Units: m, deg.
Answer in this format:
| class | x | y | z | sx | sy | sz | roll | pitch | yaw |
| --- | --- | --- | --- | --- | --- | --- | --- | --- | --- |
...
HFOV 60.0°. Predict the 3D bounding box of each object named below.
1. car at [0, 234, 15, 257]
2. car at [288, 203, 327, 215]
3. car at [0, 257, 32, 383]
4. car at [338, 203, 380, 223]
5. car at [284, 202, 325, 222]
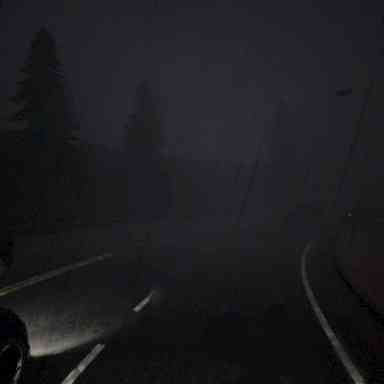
| class | x | y | z | sx | sy | sz | roll | pitch | yaw |
| --- | --- | --- | --- | --- | --- | --- | --- | --- | --- |
| car | -6.156 | 1.566 | 7.303 | 2.128 | 1.511 | 4.902 | 0 | -1 | 11 |
| car | 15.083 | 2.128 | 43.209 | 5.357 | 1.411 | 2.033 | 1 | -1 | -35 |
| car | -3.081 | 1.589 | 2.471 | 1.994 | 1.385 | 4.181 | 0 | -1 | 4 |
| car | 15.083 | 1.945 | 29.797 | 4.181 | 1.385 | 1.994 | 1 | -1 | -40 |
| car | 10.330 | 1.730 | 30.313 | 4.553 | 1.767 | 2.097 | 1 | -1 | -45 |
